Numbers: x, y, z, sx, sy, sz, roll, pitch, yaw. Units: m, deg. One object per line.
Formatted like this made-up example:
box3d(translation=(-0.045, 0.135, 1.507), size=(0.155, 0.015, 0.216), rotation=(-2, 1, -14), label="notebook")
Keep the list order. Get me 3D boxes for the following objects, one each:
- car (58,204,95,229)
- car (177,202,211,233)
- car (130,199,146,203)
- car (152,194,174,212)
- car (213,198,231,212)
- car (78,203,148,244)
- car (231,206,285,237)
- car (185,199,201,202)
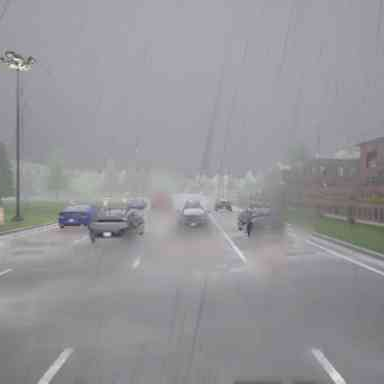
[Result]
box3d(translation=(-6.903, 1.478, 21.476), size=(1.882, 1.535, 5.008), rotation=(0, 0, 0), label="car")
box3d(translation=(0.098, 1.526, 19.344), size=(1.812, 1.442, 4.674), rotation=(0, 0, 0), label="car")
box3d(translation=(-6.905, 1.564, 42.538), size=(1.994, 1.385, 4.181), rotation=(0, 0, 0), label="car")
box3d(translation=(-3.405, 1.222, 39.336), size=(2.150, 2.045, 5.566), rotation=(0, 0, 0), label="car")
box3d(translation=(3.596, 1.505, 39.618), size=(1.837, 1.490, 4.892), rotation=(0, 0, 0), label="car")
box3d(translation=(-3.402, 1.492, 15.785), size=(2.128, 1.511, 4.902), rotation=(0, 0, 0), label="car")
box3d(translation=(3.598, 1.492, 17.940), size=(2.128, 1.511, 4.902), rotation=(0, 0, 0), label="car")
box3d(translation=(0.095, 1.564, 40.277), size=(1.994, 1.385, 4.181), rotation=(0, 0, 0), label="car")
